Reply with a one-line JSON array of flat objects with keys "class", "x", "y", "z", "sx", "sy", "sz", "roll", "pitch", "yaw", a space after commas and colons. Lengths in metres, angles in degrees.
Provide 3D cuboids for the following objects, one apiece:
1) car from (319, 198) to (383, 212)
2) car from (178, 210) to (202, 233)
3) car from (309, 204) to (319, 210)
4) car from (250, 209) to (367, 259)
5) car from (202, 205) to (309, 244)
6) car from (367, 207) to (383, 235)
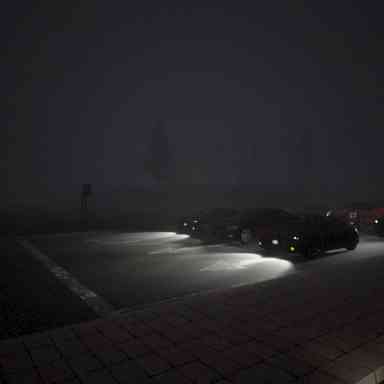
[{"class": "car", "x": 10.533, "y": 1.352, "z": 21.241, "sx": 4.553, "sy": 1.767, "sz": 2.097, "roll": 0, "pitch": 0, "yaw": -35}, {"class": "car", "x": 1.266, "y": 1.564, "z": 18.989, "sx": 4.181, "sy": 1.385, "sz": 1.994, "roll": 0, "pitch": 0, "yaw": -35}, {"class": "car", "x": 9.198, "y": 1.564, "z": 24.567, "sx": 4.181, "sy": 1.385, "sz": 1.994, "roll": 0, "pitch": 0, "yaw": -36}, {"class": "car", "x": 4.520, "y": 1.564, "z": 12.721, "sx": 4.181, "sy": 1.385, "sz": 1.994, "roll": 0, "pitch": 0, "yaw": -35}, {"class": "car", "x": 3.147, "y": 1.478, "z": 16.034, "sx": 5.008, "sy": 1.535, "sz": 1.882, "roll": 0, "pitch": 0, "yaw": -35}, {"class": "car", "x": 11.673, "y": 1.601, "z": 17.768, "sx": 4.718, "sy": 1.301, "sz": 1.895, "roll": 0, "pitch": 0, "yaw": -35}]
